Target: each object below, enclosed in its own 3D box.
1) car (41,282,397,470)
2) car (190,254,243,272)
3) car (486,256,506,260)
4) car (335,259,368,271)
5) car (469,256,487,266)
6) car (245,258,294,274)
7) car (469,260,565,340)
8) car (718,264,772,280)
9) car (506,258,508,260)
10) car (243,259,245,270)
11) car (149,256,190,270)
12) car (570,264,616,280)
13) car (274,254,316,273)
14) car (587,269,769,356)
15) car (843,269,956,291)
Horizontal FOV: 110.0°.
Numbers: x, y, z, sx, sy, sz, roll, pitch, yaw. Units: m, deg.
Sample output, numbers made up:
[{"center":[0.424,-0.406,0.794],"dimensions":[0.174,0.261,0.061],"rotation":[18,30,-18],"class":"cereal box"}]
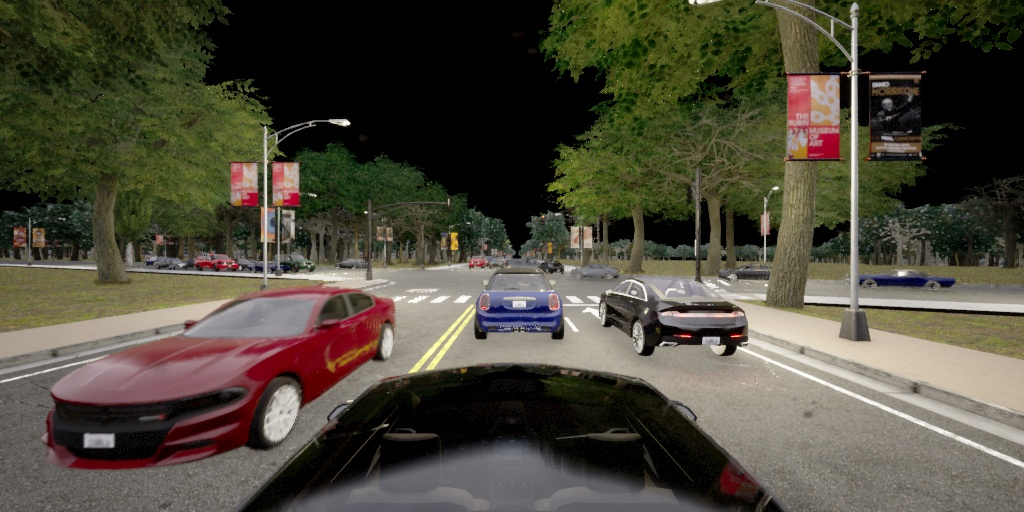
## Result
[{"center":[-3.324,1.227,5.409],"dimensions":[1.882,1.535,5.008],"rotation":[0,0,1],"class":"car"},{"center":[-35.091,0.796,42.535],"dimensions":[5.566,2.045,2.150],"rotation":[0,0,24],"class":"car"},{"center":[-2.387,1.108,55.916],"dimensions":[2.097,1.767,4.553],"rotation":[0,0,1],"class":"car"},{"center":[-21.070,1.118,47.150],"dimensions":[4.902,1.511,2.128],"rotation":[0,0,24],"class":"car"},{"center":[-5.616,0.978,57.984],"dimensions":[2.150,2.045,5.566],"rotation":[0,0,1],"class":"car"},{"center":[-26.025,1.225,38.478],"dimensions":[4.718,1.301,1.895],"rotation":[0,0,27],"class":"car"},{"center":[0.194,1.102,10.170],"dimensions":[2.097,1.767,4.553],"rotation":[0,0,1],"class":"car"},{"center":[19.484,1.367,29.057],"dimensions":[4.892,1.490,1.837],"rotation":[0,0,24],"class":"car"},{"center":[-2.194,1.359,64.907],"dimensions":[1.895,1.301,4.718],"rotation":[0,0,1],"class":"car"},{"center":[-34.693,1.074,45.925],"dimensions":[4.892,1.490,1.837],"rotation":[0,0,24],"class":"car"},{"center":[-44.284,1.020,46.655],"dimensions":[4.902,1.511,2.128],"rotation":[0,0,24],"class":"car"},{"center":[7.134,1.360,31.006],"dimensions":[4.181,1.385,1.994],"rotation":[0,0,24],"class":"car"},{"center":[-25.532,0.840,41.835],"dimensions":[5.566,2.045,2.150],"rotation":[0,0,24],"class":"car"},{"center":[3.430,1.241,8.582],"dimensions":[2.128,1.511,4.902],"rotation":[0,0,0],"class":"car"},{"center":[24.722,1.504,23.160],"dimensions":[4.718,1.301,1.895],"rotation":[0,0,24],"class":"car"}]
